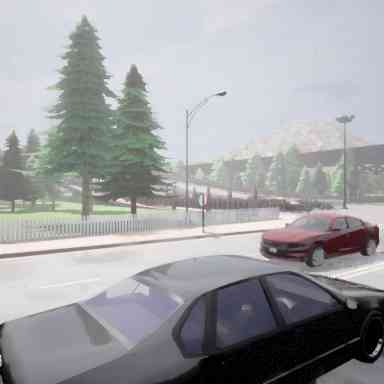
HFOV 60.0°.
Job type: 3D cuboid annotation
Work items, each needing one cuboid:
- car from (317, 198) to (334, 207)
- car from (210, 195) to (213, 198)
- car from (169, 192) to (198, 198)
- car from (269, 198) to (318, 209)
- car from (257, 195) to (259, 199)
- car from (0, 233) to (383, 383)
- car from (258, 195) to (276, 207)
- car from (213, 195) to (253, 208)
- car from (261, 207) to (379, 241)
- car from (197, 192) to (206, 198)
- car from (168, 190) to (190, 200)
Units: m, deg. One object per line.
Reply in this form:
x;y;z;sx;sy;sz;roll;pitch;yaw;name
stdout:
15.573;1.485;42.315;2.128;1.511;4.902;0;0;-37;car
4.911;1.295;50.570;2.128;1.511;4.902;0;2;-37;car
-1.465;1.060;53.205;1.994;1.385;4.181;0;4;-37;car
10.990;1.600;36.709;1.895;1.301;4.718;0;0;-36;car
10.093;1.282;49.530;2.097;1.767;4.553;0;1;-37;car
0.533;1.547;4.125;5.357;1.411;2.033;0;0;-35;car
11.297;1.469;42.158;1.882;1.535;5.008;0;0;-37;car
5.484;1.453;44.024;2.128;1.511;4.902;0;1;-37;car
4.485;1.477;11.460;5.008;1.535;1.882;0;0;-35;car
2.239;0.762;59.942;2.128;1.511;4.902;0;4;-37;car
-2.382;0.575;60.266;1.994;1.385;4.181;0;5;-37;car
